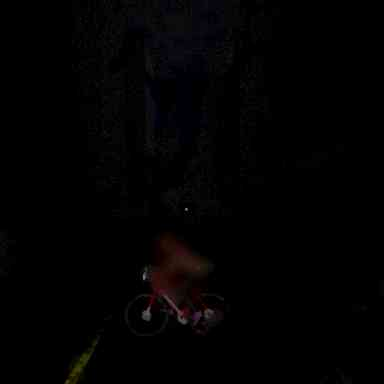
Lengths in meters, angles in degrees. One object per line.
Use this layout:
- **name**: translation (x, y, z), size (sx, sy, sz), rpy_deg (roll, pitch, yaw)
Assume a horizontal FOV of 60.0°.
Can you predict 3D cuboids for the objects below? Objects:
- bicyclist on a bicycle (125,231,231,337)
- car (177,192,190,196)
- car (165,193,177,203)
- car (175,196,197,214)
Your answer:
- **bicyclist on a bicycle**: translation (-0.221, 1.434, 5.138), size (1.656, 1.620, 0.582), rpy_deg (-1, 0, -1)
- **car**: translation (-0.869, 1.232, 48.667), size (2.097, 1.767, 4.553), rpy_deg (0, 0, -1)
- **car**: translation (-4.045, 1.411, 61.549), size (1.895, 1.301, 4.718), rpy_deg (0, 0, -1)
- **car**: translation (-0.591, 1.442, 34.935), size (1.837, 1.490, 4.892), rpy_deg (0, 0, -1)
